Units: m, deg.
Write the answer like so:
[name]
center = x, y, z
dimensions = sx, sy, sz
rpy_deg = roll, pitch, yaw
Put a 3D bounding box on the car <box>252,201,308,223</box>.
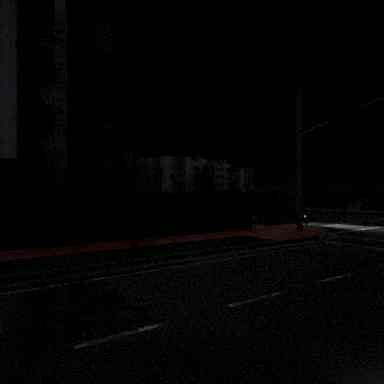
[car]
center = 6.727, 1.491, 26.027
dimensions = 2.128, 1.511, 4.902
rpy_deg = 0, 0, -36
